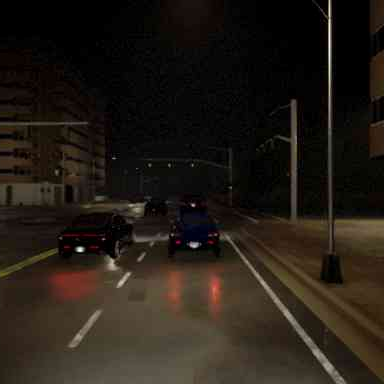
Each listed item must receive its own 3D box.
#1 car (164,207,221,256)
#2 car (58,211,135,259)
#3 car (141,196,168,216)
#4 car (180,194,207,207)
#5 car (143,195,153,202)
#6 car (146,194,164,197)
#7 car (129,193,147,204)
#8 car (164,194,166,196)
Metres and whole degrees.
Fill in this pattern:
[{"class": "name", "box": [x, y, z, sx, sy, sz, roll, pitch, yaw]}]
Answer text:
[{"class": "car", "box": [0.085, 1.523, 12.963, 1.812, 1.442, 4.674, 0, 0, 0]}, {"class": "car", "box": [-3.416, 1.503, 12.613, 1.837, 1.490, 4.892, 0, 0, 0]}, {"class": "car", "box": [-3.384, 1.442, 31.947, 1.882, 1.535, 5.008, 0, 0, 0]}, {"class": "car", "box": [0.110, 1.182, 29.481, 2.150, 2.045, 5.566, 0, 0, 0]}, {"class": "car", "box": [-10.439, 1.509, 78.621, 1.812, 1.442, 4.674, 0, 0, 0]}, {"class": "car", "box": [-6.977, 1.491, 63.151, 1.837, 1.490, 4.892, 0, 0, 1]}, {"class": "car", "box": [-10.470, 1.208, 63.088, 2.150, 2.045, 5.566, 0, 0, 1]}, {"class": "car", "box": [-6.939, 1.340, 78.687, 2.097, 1.767, 4.553, 0, 0, 0]}]
